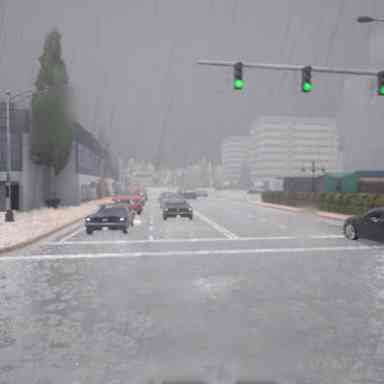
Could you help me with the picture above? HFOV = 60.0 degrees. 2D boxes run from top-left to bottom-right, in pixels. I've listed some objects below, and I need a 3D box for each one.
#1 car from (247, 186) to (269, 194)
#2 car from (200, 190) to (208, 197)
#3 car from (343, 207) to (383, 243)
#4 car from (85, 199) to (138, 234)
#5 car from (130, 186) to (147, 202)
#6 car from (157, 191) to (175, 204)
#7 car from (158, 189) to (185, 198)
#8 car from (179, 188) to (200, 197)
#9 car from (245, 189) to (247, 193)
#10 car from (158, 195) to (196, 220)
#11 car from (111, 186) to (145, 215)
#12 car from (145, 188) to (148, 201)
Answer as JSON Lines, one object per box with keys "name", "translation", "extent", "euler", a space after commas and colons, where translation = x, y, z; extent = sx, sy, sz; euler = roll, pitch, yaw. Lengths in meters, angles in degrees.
{"name": "car", "translation": [14.600, -0.428, 71.631], "extent": [3.866, 1.878, 1.905], "euler": [0, 1, -8]}
{"name": "car", "translation": [1.602, 0.250, 59.923], "extent": [1.994, 1.385, 4.181], "euler": [0, 1, -7]}
{"name": "car", "translation": [7.402, 1.231, 11.921], "extent": [1.837, 1.490, 4.892], "euler": [0, 1, -7]}
{"name": "car", "translation": [-3.989, 1.236, 16.701], "extent": [1.895, 1.301, 4.718], "euler": [0, 1, -5]}
{"name": "car", "translation": [-7.404, 0.206, 46.714], "extent": [2.150, 2.045, 5.566], "euler": [0, 1, -7]}
{"name": "car", "translation": [-3.275, 0.660, 41.383], "extent": [1.994, 1.385, 4.181], "euler": [0, 1, -6]}
{"name": "car", "translation": [-2.167, 0.800, 31.579], "extent": [2.128, 1.511, 4.902], "euler": [0, 1, -7]}
{"name": "car", "translation": [-0.527, 0.404, 49.015], "extent": [1.882, 1.535, 5.008], "euler": [0, 1, -7]}
{"name": "car", "translation": [14.239, -0.493, 74.502], "extent": [4.605, 1.855, 1.932], "euler": [0, 1, -8]}
{"name": "car", "translation": [-1.088, 1.109, 22.376], "extent": [1.895, 1.301, 4.718], "euler": [0, 1, -7]}
{"name": "car", "translation": [-5.068, 0.649, 26.274], "extent": [2.150, 2.045, 5.566], "euler": [0, 1, -7]}
{"name": "car", "translation": [-6.210, 0.566, 36.136], "extent": [2.097, 1.767, 4.553], "euler": [0, 1, -6]}
